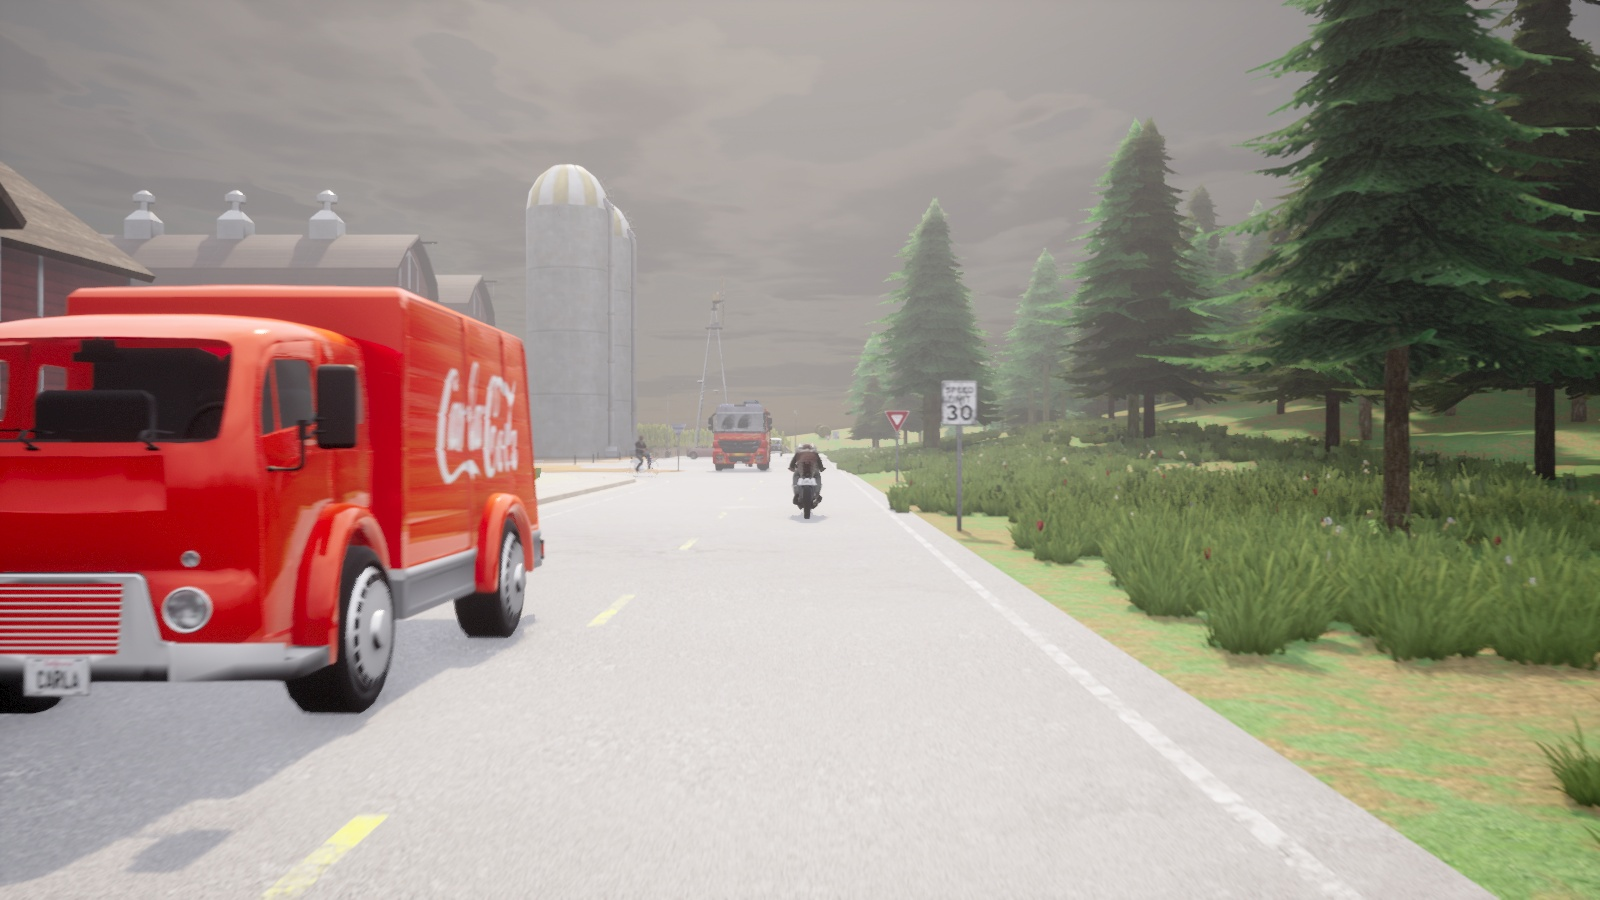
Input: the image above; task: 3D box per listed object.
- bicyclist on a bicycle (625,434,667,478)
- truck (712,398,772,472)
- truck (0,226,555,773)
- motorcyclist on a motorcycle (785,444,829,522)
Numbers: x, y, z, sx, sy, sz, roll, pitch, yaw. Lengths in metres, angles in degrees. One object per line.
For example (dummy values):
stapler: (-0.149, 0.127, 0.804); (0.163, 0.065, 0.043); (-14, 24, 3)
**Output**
bicyclist on a bicycle: (-6.345, 0.230, 51.708); (1.843, 1.776, 0.659); (0, 1, 42)
truck: (-3.125, -0.812, 69.474); (2.891, 3.827, 8.468); (0, 0, 0)
truck: (-3.444, 0.210, 8.276); (2.627, 2.467, 5.204); (0, 0, 0)
motorcyclist on a motorcycle: (0.146, 0.637, 25.692); (0.866, 1.530, 2.191); (0, 0, 0)
